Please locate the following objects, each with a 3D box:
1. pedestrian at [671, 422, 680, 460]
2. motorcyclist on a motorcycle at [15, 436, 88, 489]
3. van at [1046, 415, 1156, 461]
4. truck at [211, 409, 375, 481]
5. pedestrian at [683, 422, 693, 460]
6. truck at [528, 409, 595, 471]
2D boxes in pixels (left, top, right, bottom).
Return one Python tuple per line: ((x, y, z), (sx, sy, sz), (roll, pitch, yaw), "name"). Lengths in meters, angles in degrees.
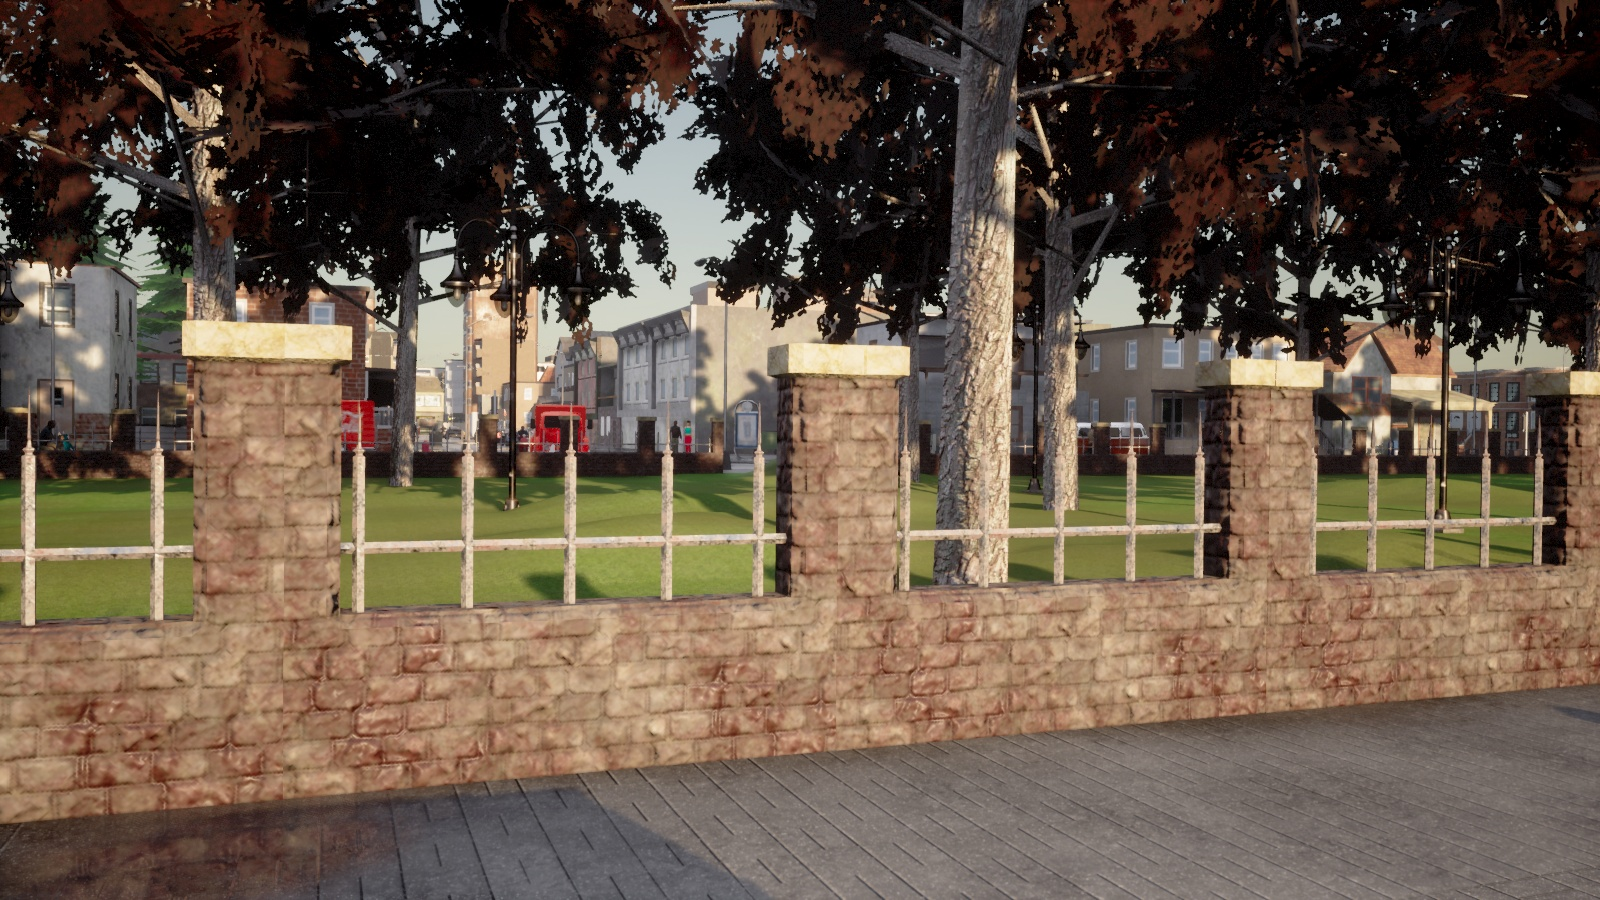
((-6.164, -0.435, 62.035), (0.431, 1.840, 0.703), (-1, 1, -6), "pedestrian")
((-23.256, 0.367, 39.053), (1.817, 1.590, 0.866), (-1, 1, -22), "motorcyclist on a motorcycle")
((13.751, -0.562, 57.438), (4.480, 2.038, 2.069), (-1, 1, -21), "van")
((-18.345, -0.230, 45.470), (5.204, 2.467, 2.627), (-1, 1, -28), "truck")
((-5.517, -0.440, 61.904), (0.345, 1.836, 0.594), (0, 1, 11), "pedestrian")
((-10.148, -0.444, 53.124), (2.627, 2.467, 5.204), (-1, 1, -12), "truck")
